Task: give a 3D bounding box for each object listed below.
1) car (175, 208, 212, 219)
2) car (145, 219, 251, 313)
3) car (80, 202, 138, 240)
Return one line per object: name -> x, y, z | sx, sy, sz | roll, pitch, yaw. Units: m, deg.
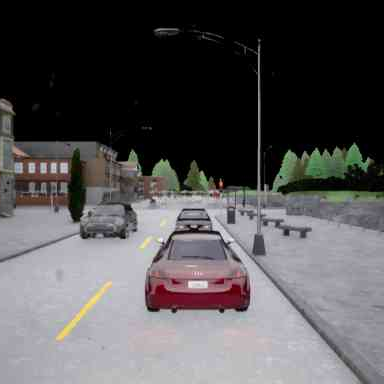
car -> 0.081, 1.547, 16.972 | 2.033, 1.411, 5.357 | 0, 0, 0
car -> 0.094, 1.564, 7.736 | 1.994, 1.385, 4.181 | 0, 0, 0
car -> -4.095, 1.351, 17.037 | 2.097, 1.767, 4.553 | 0, 0, 0
